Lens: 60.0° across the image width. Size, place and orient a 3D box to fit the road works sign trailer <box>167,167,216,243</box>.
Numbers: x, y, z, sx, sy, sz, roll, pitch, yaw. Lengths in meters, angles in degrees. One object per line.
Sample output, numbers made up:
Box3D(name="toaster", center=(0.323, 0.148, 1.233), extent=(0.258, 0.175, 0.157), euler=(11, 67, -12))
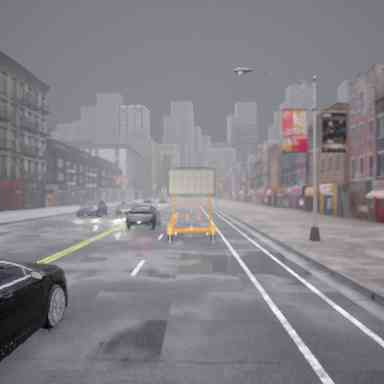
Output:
Box3D(name="road works sign trailer", center=(-0.020, 0.557, 16.692), extent=(2.380, 3.560, 2.880), euler=(0, 0, 0))

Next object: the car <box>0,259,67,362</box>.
Box3D(name="car", center=(-3.156, 1.513, 4.093), extent=(2.128, 1.511, 4.902), euler=(0, 0, 0))

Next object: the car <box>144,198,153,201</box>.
Box3D(name="car", center=(-9.837, 2.072, 74.665), extent=(1.895, 1.301, 4.718), euler=(0, 0, 0))

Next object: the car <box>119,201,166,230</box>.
Box3D(name="car", center=(-3.177, 1.619, 22.362), extent=(2.128, 1.511, 4.902), euler=(0, 0, 0))

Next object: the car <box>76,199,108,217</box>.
Box3D(name="car", center=(-9.886, 1.549, 33.150), extent=(2.097, 1.767, 4.553), euler=(0, 0, 0))

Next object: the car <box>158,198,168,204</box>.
Box3D(name="car", center=(-6.589, 2.037, 75.918), extent=(1.895, 1.301, 4.718), euler=(0, 0, 0))

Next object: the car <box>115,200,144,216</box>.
Box3D(name="car", center=(-6.639, 1.697, 34.497), extent=(2.128, 1.511, 4.902), euler=(0, 0, 0))
